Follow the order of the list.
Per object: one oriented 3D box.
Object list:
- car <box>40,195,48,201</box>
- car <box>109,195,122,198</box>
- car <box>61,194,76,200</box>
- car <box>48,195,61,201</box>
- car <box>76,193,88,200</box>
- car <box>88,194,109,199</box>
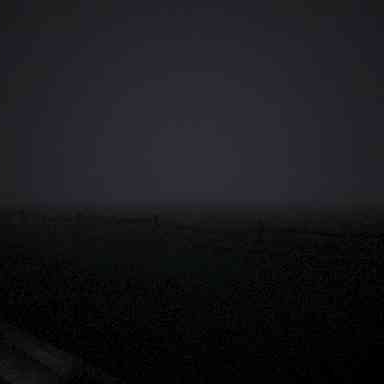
[{"bbox_3d":[-36.847,1.431,85.106,1.837,1.490,4.892,0,0,11],"label":"car"},{"bbox_3d":[-21.068,1.417,92.603,1.895,1.301,4.718,0,0,11],"label":"car"},{"bbox_3d":[-29.984,1.496,83.731,2.033,1.411,5.357,0,0,11],"label":"car"},{"bbox_3d":[-33.415,1.417,84.418,1.882,1.535,5.008,0,0,11],"label":"car"},{"bbox_3d":[-26.448,1.312,83.559,2.097,1.767,4.553,0,0,11],"label":"car"},{"bbox_3d":[-23.120,1.440,82.356,1.882,1.535,5.008,0,0,11],"label":"car"}]
